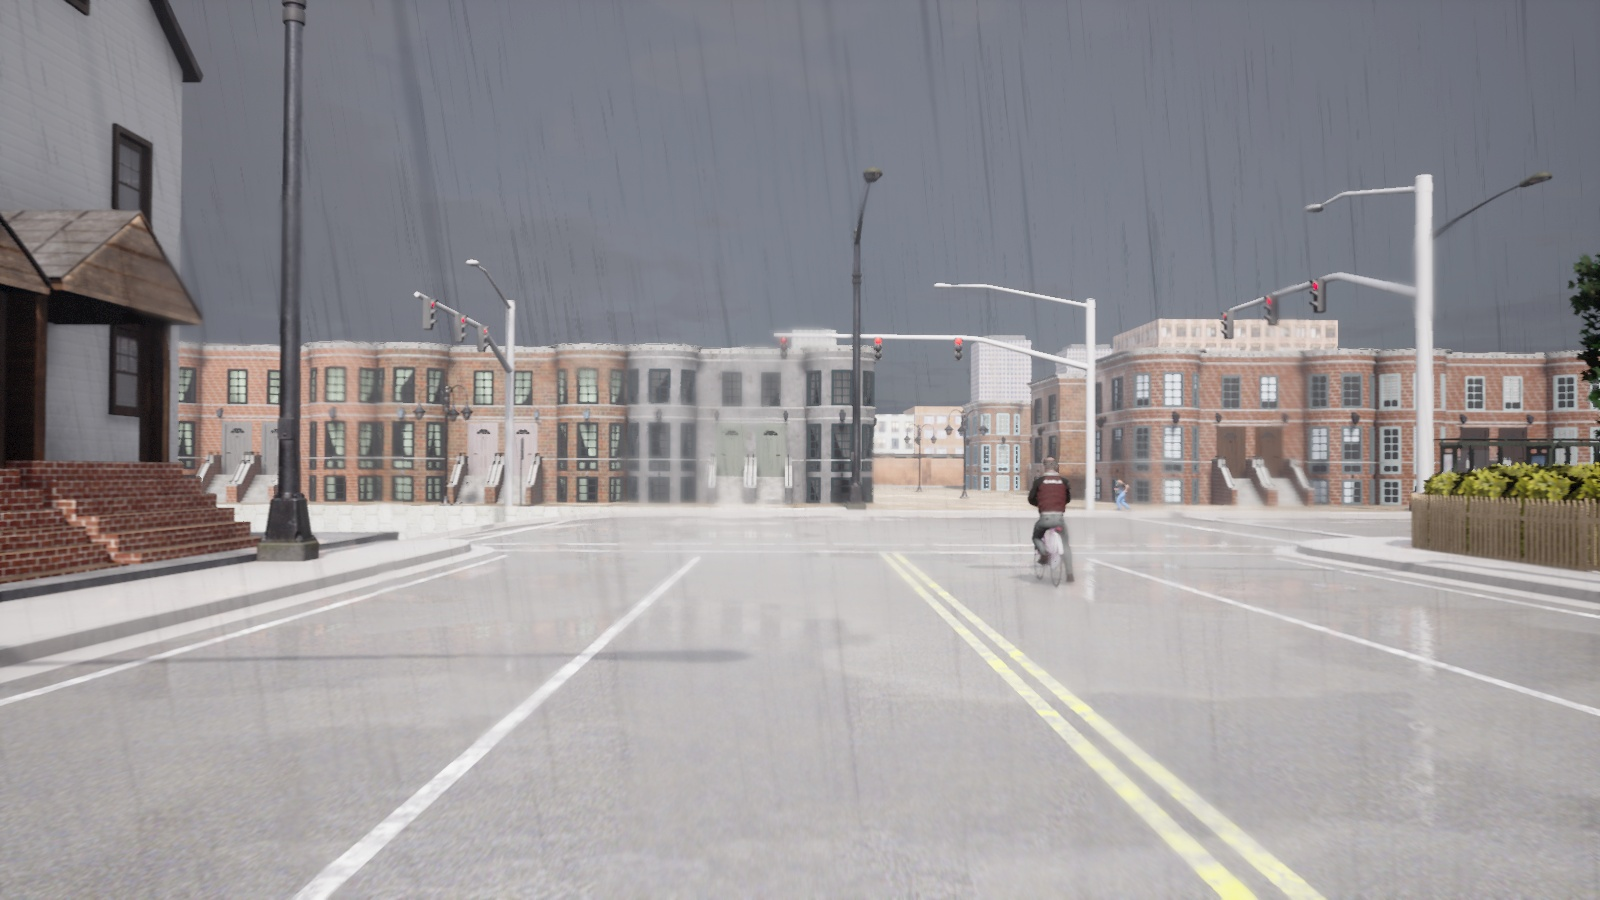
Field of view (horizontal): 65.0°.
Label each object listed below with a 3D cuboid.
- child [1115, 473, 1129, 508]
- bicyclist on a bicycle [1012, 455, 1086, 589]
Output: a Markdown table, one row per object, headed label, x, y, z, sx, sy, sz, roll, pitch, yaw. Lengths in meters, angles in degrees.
| label | x | y | z | sx | sy | sz | roll | pitch | yaw |
| --- | --- | --- | --- | --- | --- | --- | --- | --- | --- |
| child | 11.493 | 1.447 | 44.851 | 0.437 | 1.263 | 0.270 | 0 | -1 | -1 |
| bicyclist on a bicycle | 3.458 | 0.966 | 17.591 | 0.659 | 1.776 | 1.843 | 0 | -1 | 0 |
